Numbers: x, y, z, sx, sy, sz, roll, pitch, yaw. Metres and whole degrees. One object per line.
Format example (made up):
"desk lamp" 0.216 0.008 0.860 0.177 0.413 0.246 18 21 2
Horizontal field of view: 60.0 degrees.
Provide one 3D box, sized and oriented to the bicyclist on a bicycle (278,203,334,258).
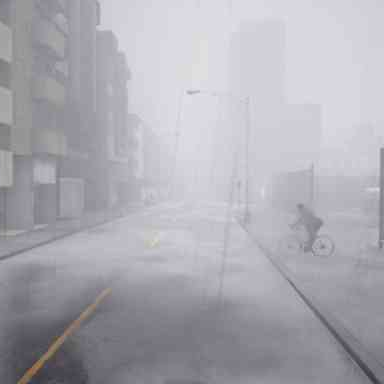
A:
"bicyclist on a bicycle" 3.406 1.168 9.913 1.656 1.620 0.582 0 0 3
